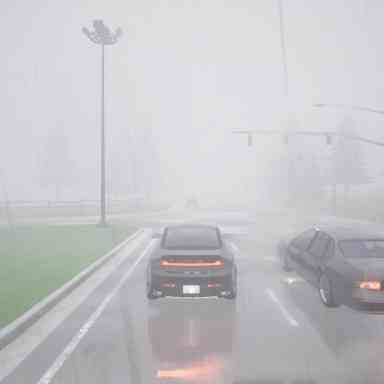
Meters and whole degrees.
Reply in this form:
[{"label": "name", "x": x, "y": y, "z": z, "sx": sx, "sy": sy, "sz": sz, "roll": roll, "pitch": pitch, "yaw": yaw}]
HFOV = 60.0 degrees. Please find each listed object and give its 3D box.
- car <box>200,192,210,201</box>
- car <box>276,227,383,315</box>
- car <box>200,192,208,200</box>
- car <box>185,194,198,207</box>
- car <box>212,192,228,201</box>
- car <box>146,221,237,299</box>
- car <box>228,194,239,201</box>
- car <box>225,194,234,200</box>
[{"label": "car", "x": 3.401, "y": 1.347, "z": 82.925, "sx": 2.097, "sy": 1.767, "sz": 4.553, "roll": 0, "pitch": 0, "yaw": 0}, {"label": "car", "x": 3.495, "y": 1.547, "z": 7.853, "sx": 2.033, "sy": 1.411, "sz": 5.357, "roll": 0, "pitch": 0, "yaw": 0}, {"label": "car", "x": 3.389, "y": 1.057, "z": 92.988, "sx": 2.150, "sy": 2.045, "sz": 5.566, "roll": 0, "pitch": 0, "yaw": 0}, {"label": "car", "x": -0.062, "y": 1.477, "z": 51.914, "sx": 1.882, "sy": 1.535, "sz": 5.008, "roll": 0, "pitch": 0, "yaw": 0}, {"label": "car", "x": 6.901, "y": 1.516, "z": 82.543, "sx": 2.128, "sy": 1.511, "sz": 4.902, "roll": 0, "pitch": 0, "yaw": 0}, {"label": "car", "x": 0.000, "y": 1.505, "z": 8.408, "sx": 1.837, "sy": 1.490, "sz": 4.892, "roll": 0, "pitch": 0, "yaw": 0}, {"label": "car", "x": 10.401, "y": 1.347, "z": 82.934, "sx": 2.097, "sy": 1.767, "sz": 4.553, "roll": 0, "pitch": 0, "yaw": 0}, {"label": "car", "x": 10.389, "y": 1.332, "z": 92.967, "sx": 1.837, "sy": 1.490, "sz": 4.892, "roll": 0, "pitch": 0, "yaw": 0}]
